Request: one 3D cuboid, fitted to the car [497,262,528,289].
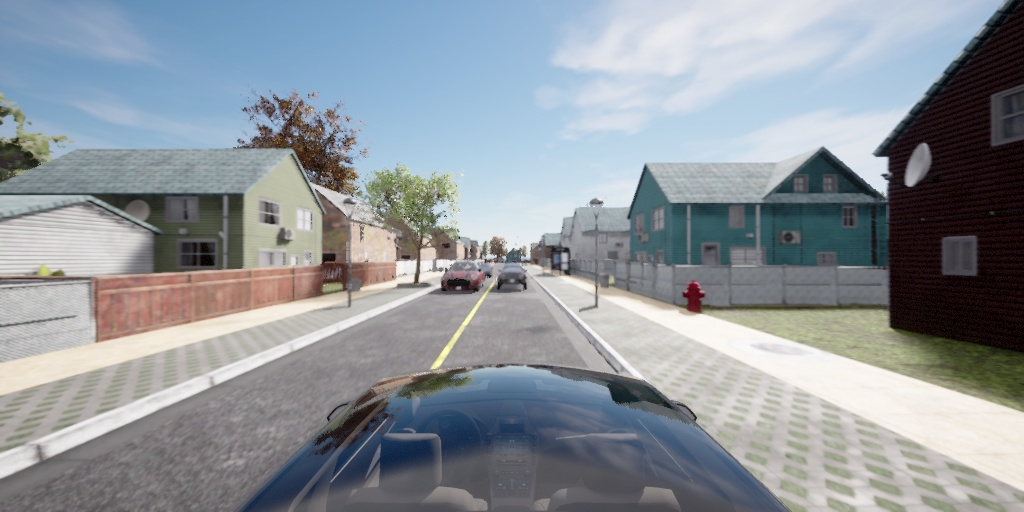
[{"bbox_3d":[0.030,1.277,23.152,1.812,1.442,4.674,0,0,1],"label":"car"}]

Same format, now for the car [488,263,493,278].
[{"bbox_3d":[-2.779,1.318,34.148,2.033,1.411,5.357,0,0,0],"label":"car"}]

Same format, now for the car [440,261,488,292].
[{"bbox_3d":[-2.785,1.100,21.017,2.097,1.767,4.553,0,0,0],"label":"car"}]
